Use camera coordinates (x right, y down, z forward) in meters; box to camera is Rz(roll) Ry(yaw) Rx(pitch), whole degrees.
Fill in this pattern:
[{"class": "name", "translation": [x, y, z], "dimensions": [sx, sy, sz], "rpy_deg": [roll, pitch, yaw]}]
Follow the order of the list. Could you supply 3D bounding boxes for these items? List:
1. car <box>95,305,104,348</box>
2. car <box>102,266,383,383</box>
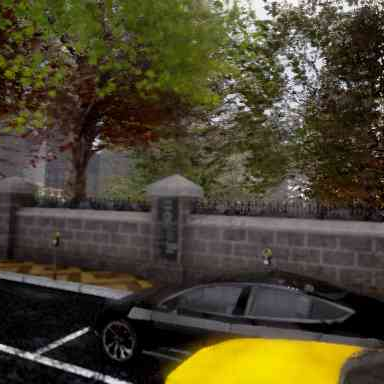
[{"class": "car", "translation": [0.666, 1.777, 4.788], "dimensions": [4.313, 1.339, 1.947], "rpy_deg": [1, -2, 24]}, {"class": "car", "translation": [2.124, 1.605, 1.945], "dimensions": [5.366, 1.575, 1.801], "rpy_deg": [0, -2, 29]}]
